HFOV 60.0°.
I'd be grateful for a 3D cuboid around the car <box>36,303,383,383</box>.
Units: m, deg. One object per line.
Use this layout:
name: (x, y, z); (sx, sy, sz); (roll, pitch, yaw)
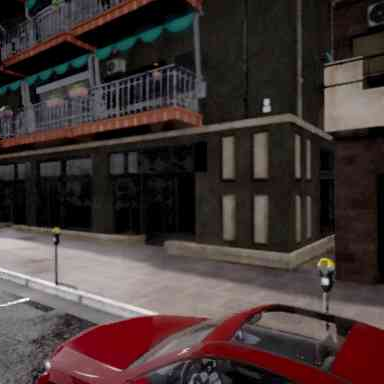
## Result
car: (0.534, 1.577, 2.503); (4.206, 1.307, 1.802); (0, 0, 35)
